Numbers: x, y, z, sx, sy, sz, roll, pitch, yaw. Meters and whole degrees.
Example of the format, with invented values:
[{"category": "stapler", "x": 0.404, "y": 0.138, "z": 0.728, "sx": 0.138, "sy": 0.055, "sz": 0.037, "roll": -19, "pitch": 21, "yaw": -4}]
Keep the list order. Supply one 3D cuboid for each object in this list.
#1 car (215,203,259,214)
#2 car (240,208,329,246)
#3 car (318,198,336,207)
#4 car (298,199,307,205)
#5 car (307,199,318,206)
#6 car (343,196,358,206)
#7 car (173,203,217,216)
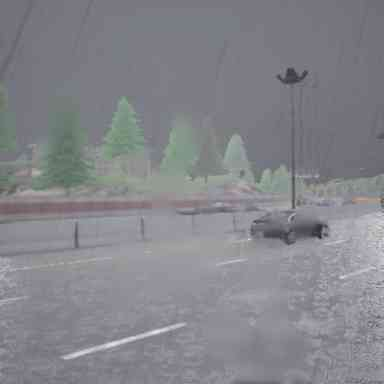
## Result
[{"category": "car", "x": 4.918, "y": 1.928, "z": 30.864, "sx": 5.357, "sy": 1.411, "sz": 2.033, "roll": 0, "pitch": -1, "yaw": -43}, {"category": "car", "x": 4.887, "y": 1.674, "z": 16.306, "sx": 4.902, "sy": 1.511, "sz": 2.128, "roll": 0, "pitch": -1, "yaw": -41}, {"category": "car", "x": 25.661, "y": 1.969, "z": 62.386, "sx": 2.097, "sy": 1.767, "sz": 4.553, "roll": -1, "pitch": -1, "yaw": 32}, {"category": "car", "x": 26.122, "y": 2.358, "z": 78.296, "sx": 1.994, "sy": 1.385, "sz": 4.181, "roll": -1, "pitch": -1, "yaw": 26}, {"category": "car", "x": 26.388, "y": 2.246, "z": 70.854, "sx": 1.812, "sy": 1.442, "sz": 4.674, "roll": -1, "pitch": -1, "yaw": 28}, {"category": "car", "x": 29.890, "y": 1.801, "z": 62.661, "sx": 2.150, "sy": 2.045, "sz": 5.566, "roll": -1, "pitch": -1, "yaw": 30}, {"category": "car", "x": 0.465, "y": 2.032, "z": 31.495, "sx": 4.718, "sy": 1.301, "sz": 1.895, "roll": 0, "pitch": -1, "yaw": -43}]
